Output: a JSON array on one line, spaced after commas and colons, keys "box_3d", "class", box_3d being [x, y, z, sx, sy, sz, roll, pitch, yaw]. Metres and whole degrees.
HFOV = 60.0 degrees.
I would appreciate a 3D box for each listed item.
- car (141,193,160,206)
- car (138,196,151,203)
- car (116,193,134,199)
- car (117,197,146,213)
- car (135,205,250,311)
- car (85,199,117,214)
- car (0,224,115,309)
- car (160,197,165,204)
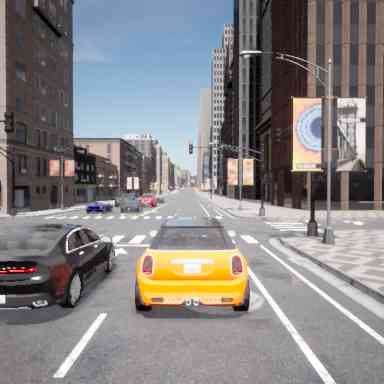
[{"box_3d": [-6.586, 1.237, 49.808, 2.150, 2.045, 5.566, 0, 1, 0], "class": "car"}, {"box_3d": [-9.732, 1.594, 68.576, 1.994, 1.385, 4.181, 0, 0, 0], "class": "car"}, {"box_3d": [-9.821, 1.239, 49.035, 2.150, 2.045, 5.566, 0, 1, 1], "class": "car"}, {"box_3d": [-6.591, 1.580, 36.743, 1.994, 1.385, 4.181, 0, 0, 0], "class": "car"}, {"box_3d": [0.013, 1.351, 7.909, 2.097, 1.767, 4.553, 0, 0, 0], "class": "car"}, {"box_3d": [-9.840, 1.616, 35.585, 1.895, 1.301, 4.718, 0, 0, 0], "class": "car"}, {"box_3d": [-3.150, 1.503, 7.794, 1.837, 1.490, 4.892, 0, 0, 0], "class": "car"}, {"box_3d": [-6.511, 1.592, 66.026, 1.994, 1.385, 4.181, 0, 0, 1], "class": "car"}]
